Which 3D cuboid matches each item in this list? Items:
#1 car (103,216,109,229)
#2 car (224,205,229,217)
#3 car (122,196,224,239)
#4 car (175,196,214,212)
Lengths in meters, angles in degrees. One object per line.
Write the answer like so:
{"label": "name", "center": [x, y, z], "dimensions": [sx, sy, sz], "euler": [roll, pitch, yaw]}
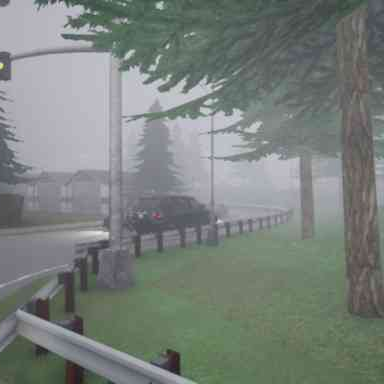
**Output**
{"label": "car", "center": [-3.359, 1.549, 20.359], "dimensions": [1.994, 1.385, 4.181], "euler": [0, 0, 35]}
{"label": "car", "center": [1.867, 1.549, 28.855], "dimensions": [1.994, 1.385, 4.181], "euler": [0, 0, 19]}
{"label": "car", "center": [-0.791, 1.206, 17.527], "dimensions": [2.150, 2.045, 5.566], "euler": [0, 0, 35]}
{"label": "car", "center": [0.222, 1.346, 40.090], "dimensions": [4.553, 1.767, 2.097], "euler": [0, 0, 45]}
